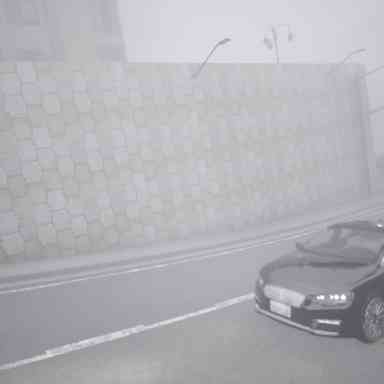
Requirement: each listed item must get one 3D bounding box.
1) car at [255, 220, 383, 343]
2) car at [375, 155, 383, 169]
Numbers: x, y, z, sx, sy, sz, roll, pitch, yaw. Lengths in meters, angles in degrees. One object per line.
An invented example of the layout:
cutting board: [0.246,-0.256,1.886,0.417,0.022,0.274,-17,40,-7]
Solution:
car: [3.290,1.351,6.323,4.902,1.511,2.128,-3,2,-35]
car: [19.295,-3.007,33.076,1.994,1.385,4.181,-15,9,-34]
